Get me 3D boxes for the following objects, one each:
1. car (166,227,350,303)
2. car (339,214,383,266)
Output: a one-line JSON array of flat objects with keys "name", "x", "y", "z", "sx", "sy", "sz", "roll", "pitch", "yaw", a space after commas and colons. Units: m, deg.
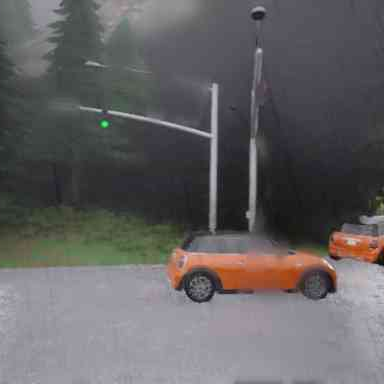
[{"name": "car", "x": 1.612, "y": 1.896, "z": 9.259, "sx": 4.553, "sy": 1.767, "sz": 2.097, "roll": 2, "pitch": -3, "yaw": -11}, {"name": "car", "x": 7.713, "y": 1.743, "z": 13.960, "sx": 4.553, "sy": 1.767, "sz": 2.097, "roll": -7, "pitch": 6, "yaw": -39}]
